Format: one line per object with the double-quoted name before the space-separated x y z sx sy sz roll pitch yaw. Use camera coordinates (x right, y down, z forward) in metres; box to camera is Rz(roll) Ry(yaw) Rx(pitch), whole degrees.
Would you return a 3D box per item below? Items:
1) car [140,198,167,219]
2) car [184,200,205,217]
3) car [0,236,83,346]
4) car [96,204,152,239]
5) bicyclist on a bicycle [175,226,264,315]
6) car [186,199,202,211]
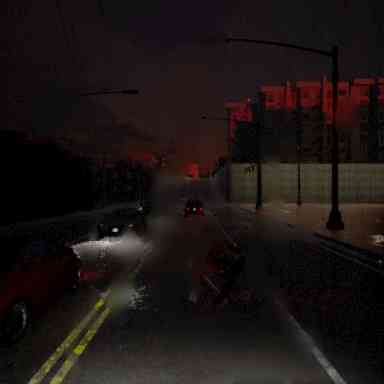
"car" -3.432 1.351 29.251 2.097 1.767 4.553 0 0 1
"car" 0.235 1.547 31.343 2.033 1.411 5.357 0 0 0
"car" -3.568 1.564 6.185 1.994 1.385 4.181 0 0 0
"car" -3.481 1.563 17.172 1.994 1.385 4.181 0 0 1
"bicyclist on a bicycle" 0.492 1.454 6.111 1.656 1.620 0.582 -2 0 0
"car" 0.278 1.601 41.696 1.895 1.301 4.718 0 0 0
